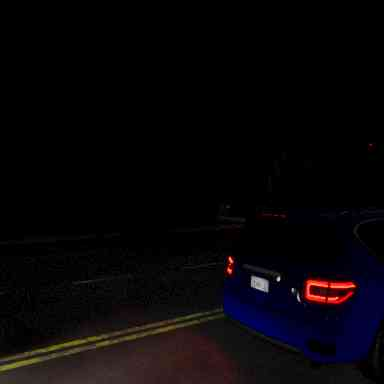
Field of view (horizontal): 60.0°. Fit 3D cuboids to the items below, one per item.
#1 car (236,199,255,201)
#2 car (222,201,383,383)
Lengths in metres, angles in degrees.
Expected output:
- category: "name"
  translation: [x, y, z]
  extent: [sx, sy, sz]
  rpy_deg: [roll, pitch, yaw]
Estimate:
- category: "car"
  translation: [5.558, 1.492, 33.141]
  extent: [2.128, 1.511, 4.902]
  rpy_deg: [0, 0, -31]
- category: "car"
  translation: [3.083, 1.221, 5.546]
  extent: [5.566, 2.045, 2.150]
  rpy_deg: [0, 0, -33]
